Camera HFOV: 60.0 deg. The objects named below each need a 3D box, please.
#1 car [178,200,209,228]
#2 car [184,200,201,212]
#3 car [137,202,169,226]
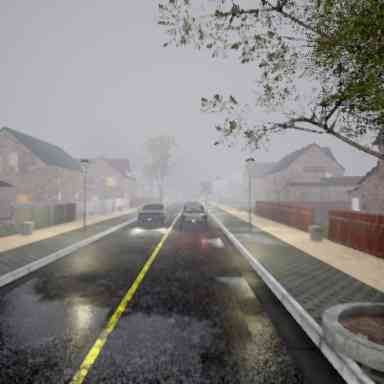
[{"bbox_3d":[0.100,1.552,22.485,2.128,1.511,4.902,0,0,0],"label":"car"},{"bbox_3d":[0.101,1.728,41.710,1.994,1.385,4.181,0,0,0],"label":"car"},{"bbox_3d":[-2.766,1.545,24.351,1.882,1.535,5.008,0,-1,0],"label":"car"}]
